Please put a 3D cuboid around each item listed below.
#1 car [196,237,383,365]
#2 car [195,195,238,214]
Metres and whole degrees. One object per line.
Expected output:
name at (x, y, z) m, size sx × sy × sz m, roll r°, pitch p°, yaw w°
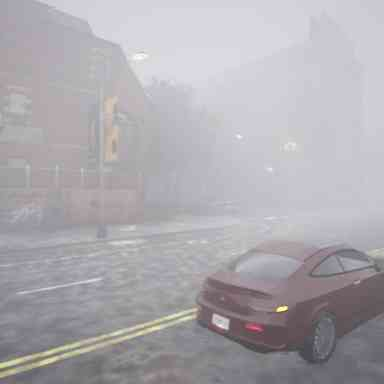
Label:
car at (2.150, 1.542, 5.860) m, size 4.674 × 1.442 × 1.812 m, roll 0°, pitch 0°, yaw -40°
car at (2.626, 1.357, 37.642) m, size 2.150 × 2.045 × 5.566 m, roll 0°, pitch 0°, yaw -42°
